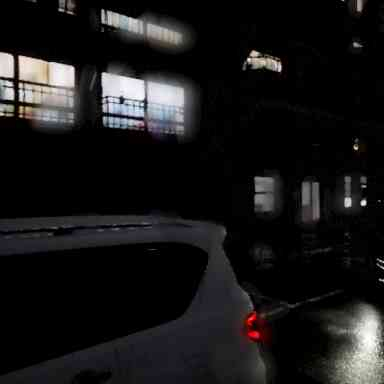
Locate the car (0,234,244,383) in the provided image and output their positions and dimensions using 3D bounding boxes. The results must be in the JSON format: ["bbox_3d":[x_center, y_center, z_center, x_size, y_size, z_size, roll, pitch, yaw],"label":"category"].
[{"bbox_3d":[-1.283,1.590,5.628,4.206,1.307,1.802,0,-1,-36],"label":"car"}]

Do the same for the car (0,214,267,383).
[{"bbox_3d":[-1.984,1.226,1.948,5.566,2.045,2.150,0,0,-36],"label":"car"}]

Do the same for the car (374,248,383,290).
[{"bbox_3d":[6.286,1.487,7.959,5.008,1.535,1.882,0,0,-36],"label":"car"}]
